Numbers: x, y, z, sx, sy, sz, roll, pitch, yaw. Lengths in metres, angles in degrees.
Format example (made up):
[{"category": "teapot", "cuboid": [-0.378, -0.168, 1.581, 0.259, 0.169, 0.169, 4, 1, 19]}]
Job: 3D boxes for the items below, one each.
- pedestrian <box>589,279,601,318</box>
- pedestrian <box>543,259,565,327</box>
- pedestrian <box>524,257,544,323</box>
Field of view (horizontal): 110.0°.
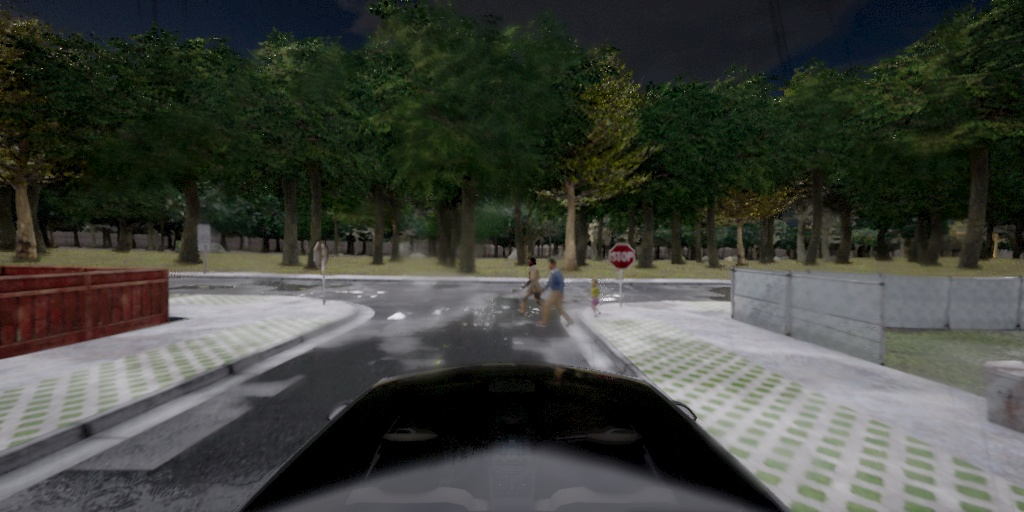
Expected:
[{"category": "pedestrian", "cuboid": [2.349, 1.150, 9.857, 0.500, 1.100, 0.500, -1, 2, 0]}, {"category": "pedestrian", "cuboid": [1.080, 0.931, 9.249, 0.375, 1.860, 0.375, -1, 2, 0]}, {"category": "pedestrian", "cuboid": [0.632, 0.913, 10.448, 0.375, 1.860, 0.375, -1, 2, 0]}]
